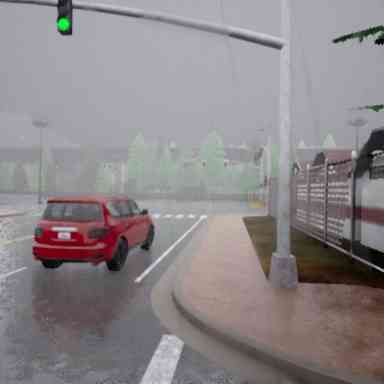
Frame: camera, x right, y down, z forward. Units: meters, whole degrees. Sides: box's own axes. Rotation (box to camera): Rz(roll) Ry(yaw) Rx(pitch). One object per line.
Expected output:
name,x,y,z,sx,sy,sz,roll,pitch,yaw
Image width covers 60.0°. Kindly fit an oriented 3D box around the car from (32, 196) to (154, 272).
car,-2.799,1.134,10.763,2.150,2.045,5.566,1,1,7
